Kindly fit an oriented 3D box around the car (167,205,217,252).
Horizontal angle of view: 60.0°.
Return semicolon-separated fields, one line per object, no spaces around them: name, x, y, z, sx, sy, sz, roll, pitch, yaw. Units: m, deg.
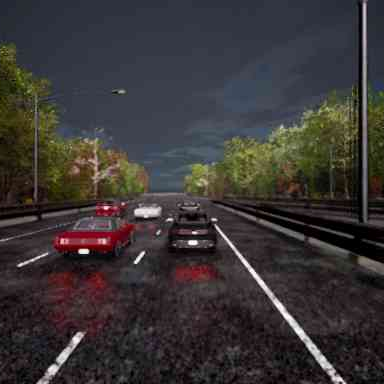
car;0.012;1.521;14.003;1.837;1.490;4.892;0;0;-1

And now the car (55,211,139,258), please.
car;-3.476;1.616;12.864;1.895;1.301;4.718;0;0;-1

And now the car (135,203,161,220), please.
car;-3.708;1.645;28.750;1.895;1.301;4.718;0;0;-1

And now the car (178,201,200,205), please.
car;-0.239;1.537;30.215;2.128;1.511;4.902;0;0;-1

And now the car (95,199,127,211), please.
car;-7.237;1.400;29.976;2.097;1.767;4.553;0;0;-1
